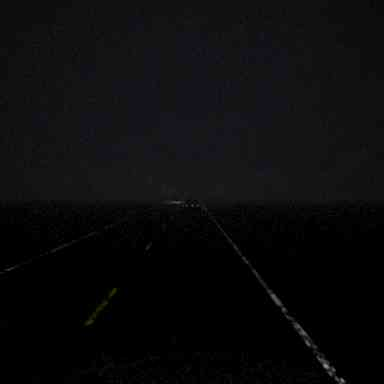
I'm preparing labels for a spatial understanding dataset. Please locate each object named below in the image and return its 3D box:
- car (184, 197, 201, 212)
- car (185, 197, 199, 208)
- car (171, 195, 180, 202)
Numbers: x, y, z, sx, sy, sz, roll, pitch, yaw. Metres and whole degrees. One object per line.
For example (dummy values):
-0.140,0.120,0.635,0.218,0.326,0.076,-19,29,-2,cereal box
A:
0.074,1.468,37.288,2.033,1.411,5.357,0,0,0,car
-0.023,1.461,47.986,1.994,1.385,4.181,0,0,0,car
-3.542,1.396,72.739,1.994,1.385,4.181,0,0,0,car
